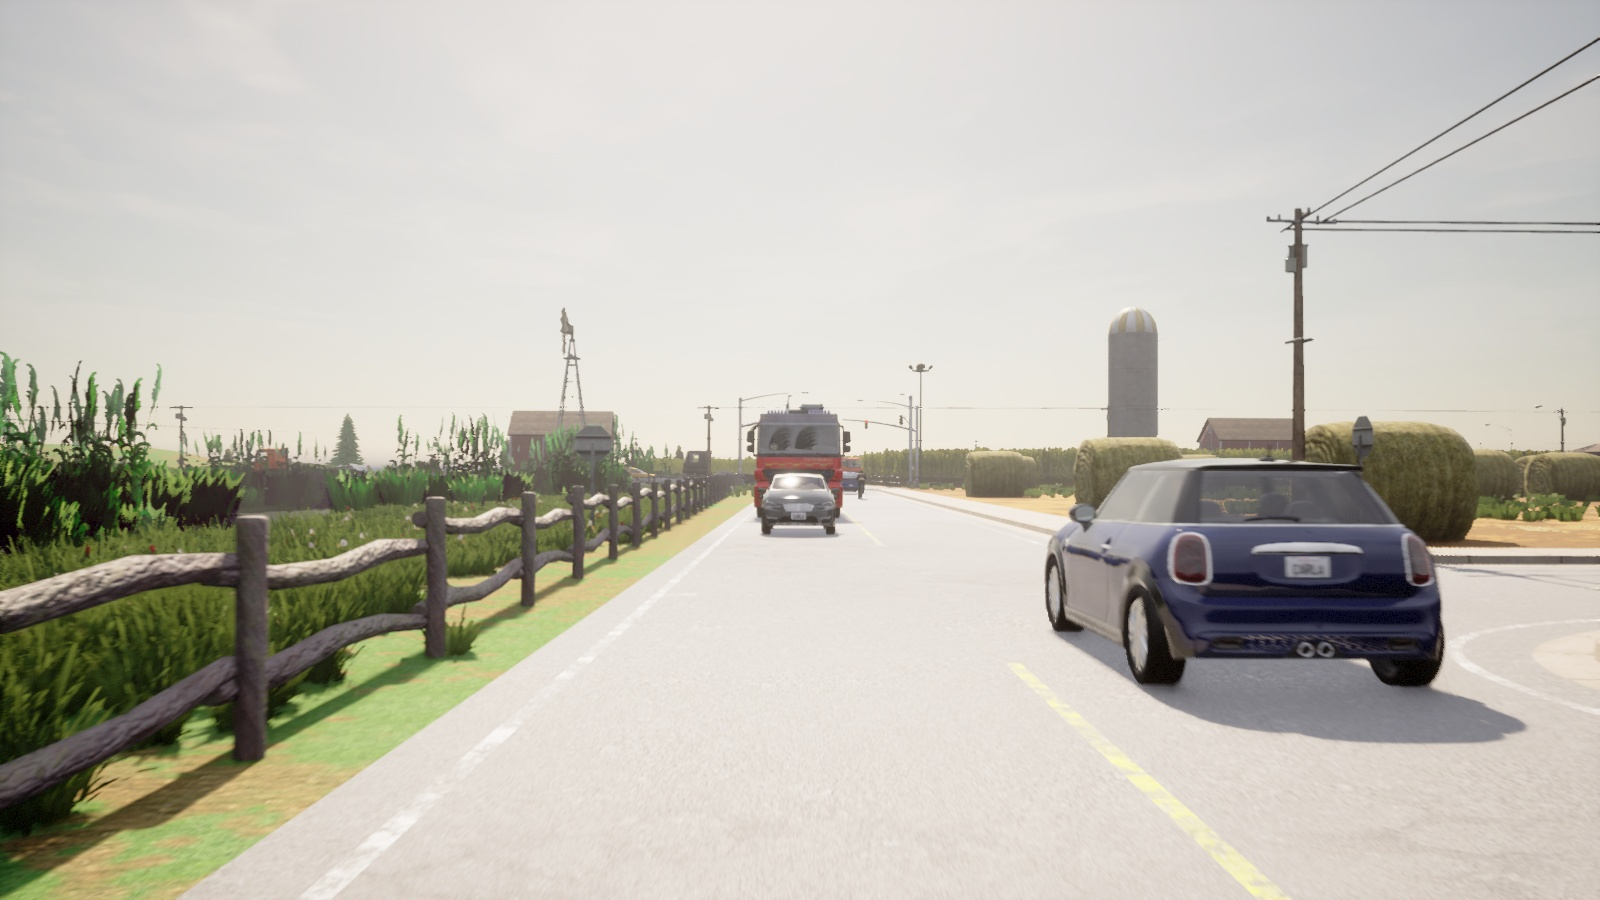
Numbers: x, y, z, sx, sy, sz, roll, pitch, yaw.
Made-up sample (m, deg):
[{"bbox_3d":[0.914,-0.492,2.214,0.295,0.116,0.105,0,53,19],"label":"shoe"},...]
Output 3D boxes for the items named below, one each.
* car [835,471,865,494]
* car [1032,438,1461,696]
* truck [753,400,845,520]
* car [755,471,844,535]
[{"bbox_3d":[3.440,2.229,86.620,1.882,1.535,5.008,0,-1,0],"label":"car"},{"bbox_3d":[3.491,0.846,10.922,2.097,1.767,4.553,0,-1,0],"label":"car"},{"bbox_3d":[-0.034,0.391,44.246,2.891,3.827,8.468,0,-1,0],"label":"truck"},{"bbox_3d":[-0.022,1.315,32.512,2.128,1.511,4.902,0,-1,0],"label":"car"}]
